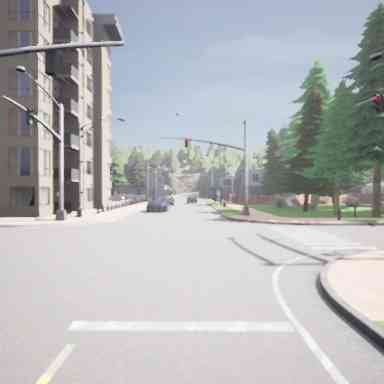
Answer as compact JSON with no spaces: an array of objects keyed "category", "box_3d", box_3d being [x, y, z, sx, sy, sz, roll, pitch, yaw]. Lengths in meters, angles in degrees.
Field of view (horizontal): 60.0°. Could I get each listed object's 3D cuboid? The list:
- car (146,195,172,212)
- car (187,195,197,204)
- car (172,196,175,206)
[{"category":"car","box_3d":[-3.595,1.185,35.315,2.097,1.767,4.553,0,0,0]},{"category":"car","box_3d":[-0.009,1.275,57.809,2.033,1.411,5.357,0,0,0]},{"category":"car","box_3d":[-3.578,1.259,49.000,2.128,1.511,4.902,0,0,0]}]
